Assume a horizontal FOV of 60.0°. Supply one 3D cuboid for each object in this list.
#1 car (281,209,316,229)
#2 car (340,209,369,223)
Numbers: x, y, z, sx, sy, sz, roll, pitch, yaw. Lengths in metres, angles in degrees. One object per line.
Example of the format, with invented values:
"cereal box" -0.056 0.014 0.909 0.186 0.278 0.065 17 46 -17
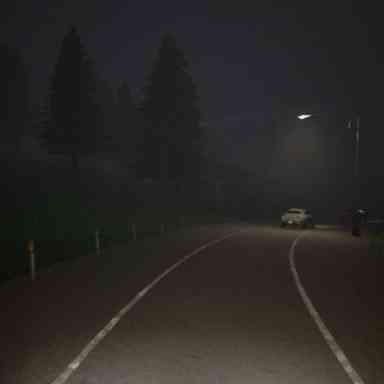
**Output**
"car" 8.457 2.061 26.352 1.812 1.442 4.674 2 -1 32
"car" 19.053 2.720 38.816 4.902 1.511 2.128 3 0 -42
